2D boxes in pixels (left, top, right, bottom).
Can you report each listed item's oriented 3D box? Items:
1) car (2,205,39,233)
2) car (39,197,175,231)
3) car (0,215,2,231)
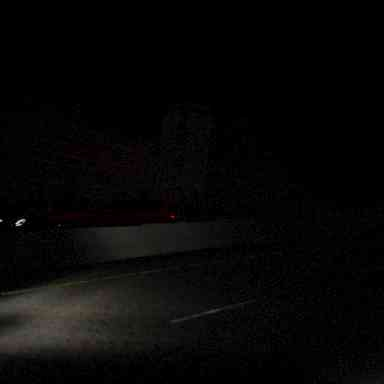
[{"bbox_3d":[-6.568,1.370,16.506,4.553,1.767,2.097,0,0,-36],"label":"car"},{"bbox_3d":[-3.350,1.243,14.501,5.566,2.045,2.150,0,0,-36],"label":"car"},{"bbox_3d":[-8.779,1.507,19.226,4.902,1.511,2.128,0,0,-36],"label":"car"}]
